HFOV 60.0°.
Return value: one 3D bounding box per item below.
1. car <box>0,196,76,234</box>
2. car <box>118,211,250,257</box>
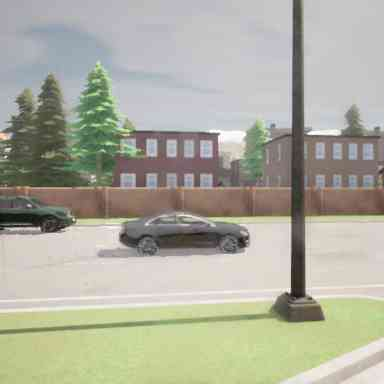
[{"bbox_3d":[-9.420,1.222,18.394,5.566,2.045,2.150,0,0,-7],"label":"car"},{"bbox_3d":[-0.285,1.488,12.512,4.902,1.511,2.128,0,0,-8],"label":"car"}]
